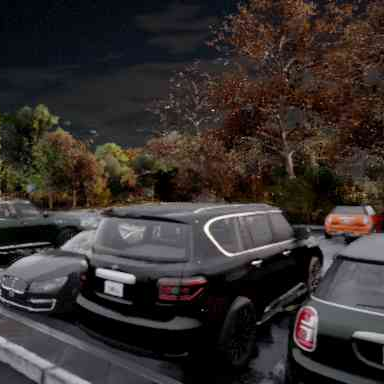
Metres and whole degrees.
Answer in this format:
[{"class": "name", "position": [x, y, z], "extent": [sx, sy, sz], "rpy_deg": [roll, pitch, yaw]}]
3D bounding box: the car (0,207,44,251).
[{"class": "car", "position": [-8.493, 1.458, 12.496], "extent": [2.231, 1.521, 4.892], "rpy_deg": [0, 0, 36]}]

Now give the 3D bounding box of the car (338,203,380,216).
[{"class": "car", "position": [8.178, 1.333, 16.637], "extent": [2.185, 1.767, 4.553], "rpy_deg": [0, 0, 35]}]

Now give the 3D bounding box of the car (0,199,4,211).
[{"class": "car", "position": [-26.317, 1.669, 41.306], "extent": [2.002, 1.452, 4.674], "rpy_deg": [0, 0, 36]}]

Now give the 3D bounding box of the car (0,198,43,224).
[{"class": "car", "position": [-6.194, 1.201, 10.897], "extent": [2.435, 2.045, 5.566], "rpy_deg": [0, 0, 36]}]

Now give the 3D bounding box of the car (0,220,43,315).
[{"class": "car", "position": [-1.645, 1.453, 7.623], "extent": [2.231, 1.521, 4.892], "rpy_deg": [0, 0, 35]}]

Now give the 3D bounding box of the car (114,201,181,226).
[{"class": "car", "position": [-3.140, 1.465, 24.747], "extent": [2.097, 1.535, 5.008], "rpy_deg": [0, 0, 36]}]

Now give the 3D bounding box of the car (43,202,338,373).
[{"class": "car", "position": [0.653, 1.207, 6.012], "extent": [2.435, 2.045, 5.566], "rpy_deg": [0, 0, 35]}]

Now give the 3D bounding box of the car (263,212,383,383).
[{"class": "car", "position": [2.898, 1.339, 4.337], "extent": [2.185, 1.767, 4.553], "rpy_deg": [0, 0, 35]}]

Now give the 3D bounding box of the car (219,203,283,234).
[{"class": "car", "position": [3.664, 1.491, 19.898], "extent": [2.002, 1.452, 4.674], "rpy_deg": [0, 0, 36]}]

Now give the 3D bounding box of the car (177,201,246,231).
[{"class": "car", "position": [1.398, 1.452, 21.519], "extent": [2.097, 1.535, 5.008], "rpy_deg": [0, 0, 36]}]
